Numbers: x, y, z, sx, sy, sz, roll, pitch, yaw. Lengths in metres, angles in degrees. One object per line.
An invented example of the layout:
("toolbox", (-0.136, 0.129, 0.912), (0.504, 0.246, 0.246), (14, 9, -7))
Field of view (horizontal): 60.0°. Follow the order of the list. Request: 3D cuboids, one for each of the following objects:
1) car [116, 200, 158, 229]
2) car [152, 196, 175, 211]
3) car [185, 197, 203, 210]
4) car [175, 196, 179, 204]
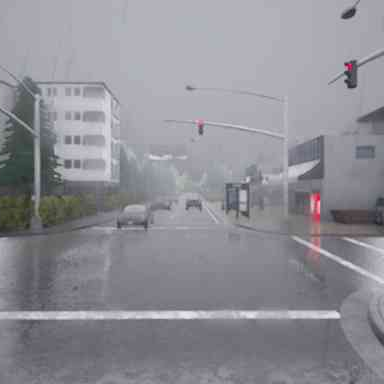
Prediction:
("car", (-3.538, 1.474, 21.424), (1.812, 1.442, 4.674), (0, 1, 0))
("car", (-3.480, 1.230, 38.143), (2.097, 1.767, 4.553), (0, 0, 0))
("car", (0.220, 1.373, 41.331), (1.837, 1.490, 4.892), (0, 0, 0))
("car", (-3.334, 1.383, 57.716), (1.994, 1.385, 4.181), (0, 0, 0))
